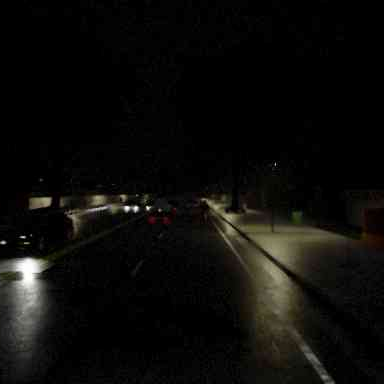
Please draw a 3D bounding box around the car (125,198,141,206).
[{"bbox_3d":[-9.782,1.682,55.482,1.895,1.301,4.718,0,0,1],"label":"car"}]

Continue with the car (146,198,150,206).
[{"bbox_3d":[-6.541,1.644,55.764,1.994,1.385,4.181,0,0,0],"label":"car"}]

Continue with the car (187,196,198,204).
[{"bbox_3d":[0.051,1.623,65.746,1.812,1.442,4.674,0,0,0],"label":"car"}]

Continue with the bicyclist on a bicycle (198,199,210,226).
[{"bbox_3d":[0.897,1.402,22.382,0.659,1.776,1.843,0,0,0],"label":"bicyclist on a bicycle"}]

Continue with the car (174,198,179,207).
[{"bbox_3d":[-3.141,1.602,52.974,1.812,1.442,4.674,0,0,0],"label":"car"}]

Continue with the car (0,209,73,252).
[{"bbox_3d":[-6.596,1.525,14.067,1.837,1.490,4.892,0,0,0],"label":"car"}]

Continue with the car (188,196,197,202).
[{"bbox_3d":[0.011,1.658,81.269,2.128,1.511,4.902,0,0,0],"label":"car"}]

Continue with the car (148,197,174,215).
[{"bbox_3d":[-3.145,1.576,34.832,1.812,1.442,4.674,0,0,0],"label":"car"}]
